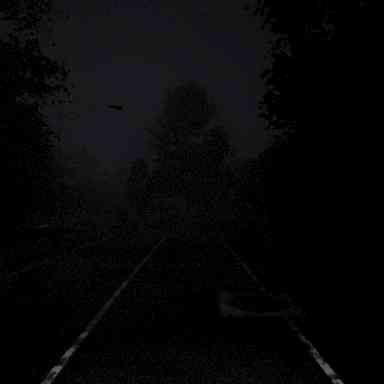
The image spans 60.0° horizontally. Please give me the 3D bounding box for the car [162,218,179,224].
[{"bbox_3d":[-4.782,5.940,68.456,4.181,1.385,1.994,1,-5,-5],"label":"car"}]

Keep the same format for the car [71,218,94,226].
[{"bbox_3d":[-18.721,5.144,57.125,1.994,1.385,4.181,-2,-5,20],"label":"car"}]
